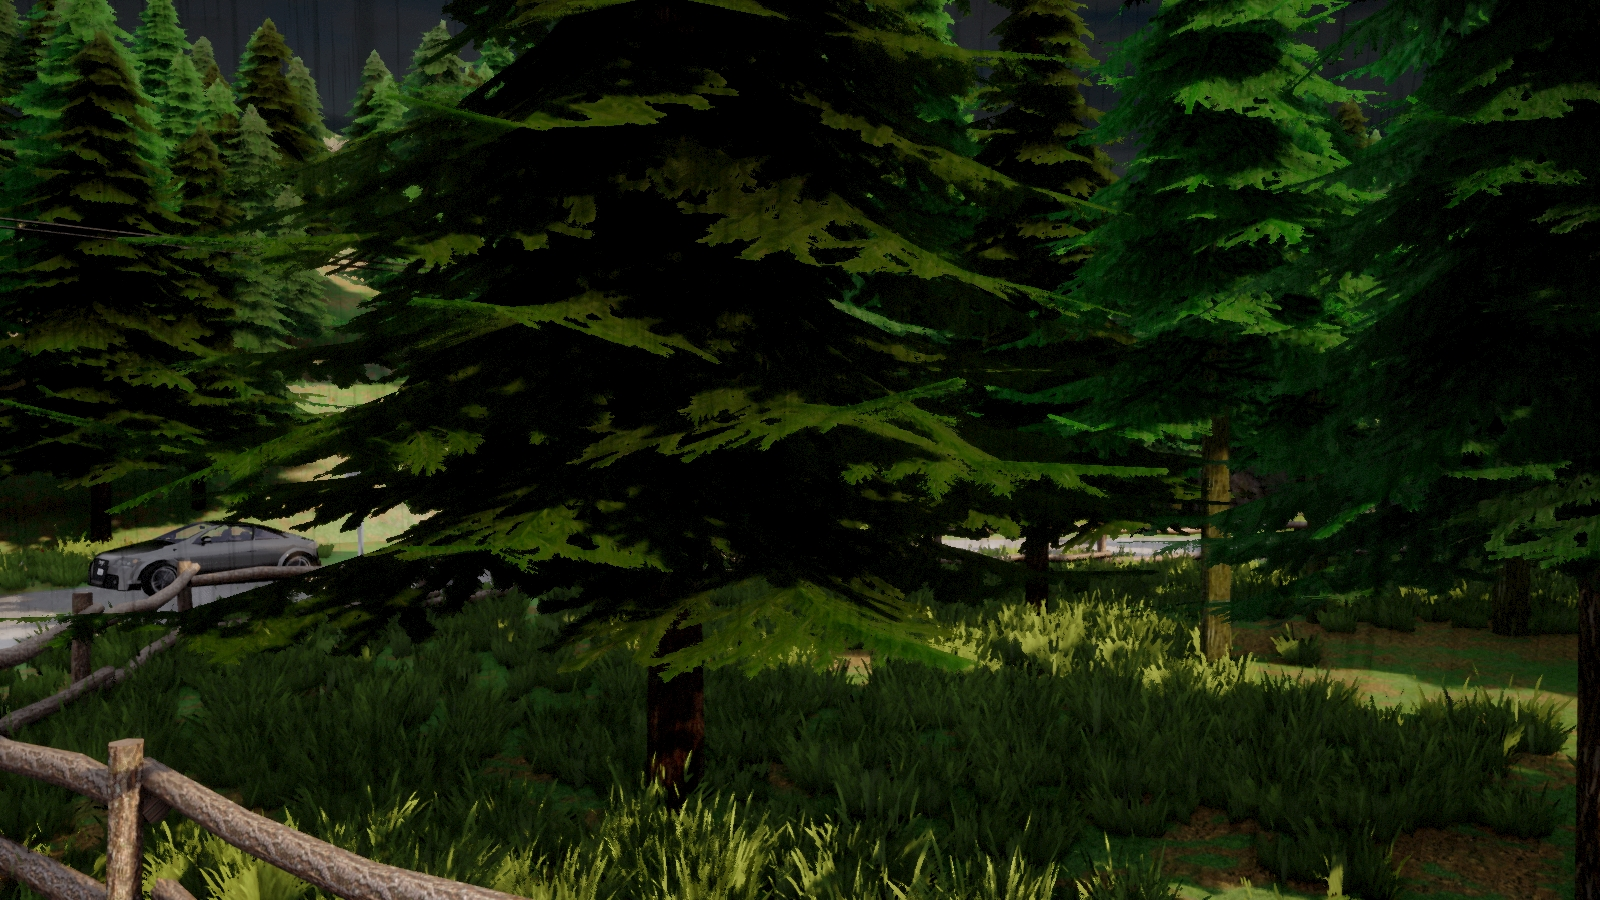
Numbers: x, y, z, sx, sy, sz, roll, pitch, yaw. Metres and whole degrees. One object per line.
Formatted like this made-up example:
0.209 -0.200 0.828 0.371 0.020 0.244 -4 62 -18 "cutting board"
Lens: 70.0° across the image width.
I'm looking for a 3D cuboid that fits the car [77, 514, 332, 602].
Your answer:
-12.055 2.119 23.321 1.994 1.385 4.181 0 0 41 "car"
